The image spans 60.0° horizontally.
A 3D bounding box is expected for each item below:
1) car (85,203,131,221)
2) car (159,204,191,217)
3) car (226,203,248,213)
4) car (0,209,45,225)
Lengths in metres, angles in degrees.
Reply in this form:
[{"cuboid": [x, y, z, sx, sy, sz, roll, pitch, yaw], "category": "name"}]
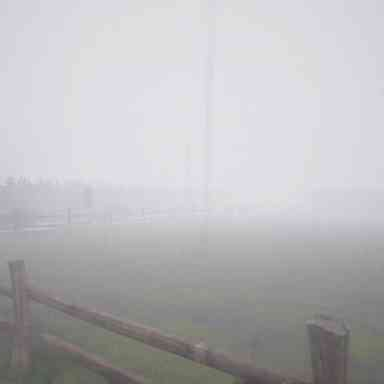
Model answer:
[{"cuboid": [-8.300, 1.926, 33.082, 2.097, 1.767, 4.553, -1, -2, 36], "category": "car"}, {"cuboid": [-2.096, 2.309, 41.636, 2.128, 1.511, 4.902, -1, -2, 36], "category": "car"}, {"cuboid": [7.457, 2.540, 54.668, 2.097, 1.767, 4.553, -1, -2, 36], "category": "car"}, {"cuboid": [-13.906, 1.955, 25.397, 1.895, 1.301, 4.718, -1, -2, 37], "category": "car"}]
